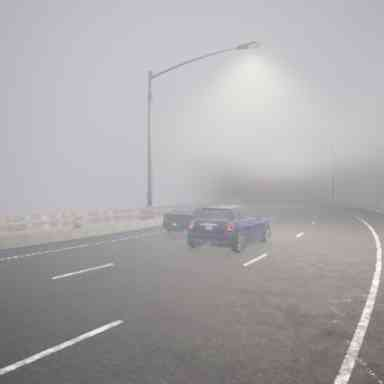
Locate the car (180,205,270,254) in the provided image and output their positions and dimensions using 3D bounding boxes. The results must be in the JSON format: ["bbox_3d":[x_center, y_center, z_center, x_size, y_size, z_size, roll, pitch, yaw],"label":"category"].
[{"bbox_3d":[1.707,1.336,13.920,2.097,1.767,4.553,0,0,31],"label":"car"}]

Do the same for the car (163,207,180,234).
[{"bbox_3d":[0.300,1.450,18.562,1.882,1.535,5.008,0,0,28],"label":"car"}]
